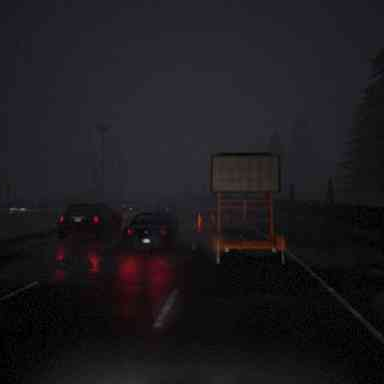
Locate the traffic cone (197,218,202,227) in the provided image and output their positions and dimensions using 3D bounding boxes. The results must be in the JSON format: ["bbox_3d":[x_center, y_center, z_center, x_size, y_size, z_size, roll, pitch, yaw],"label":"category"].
[{"bbox_3d":[0.466,1.902,18.709,0.340,0.580,0.340,0,0,1],"label":"traffic cone"}]

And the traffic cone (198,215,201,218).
[{"bbox_3d":[0.497,1.897,20.709,0.340,0.580,0.340,0,0,1],"label":"traffic cone"}]

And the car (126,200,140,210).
[{"bbox_3d":[-6.749,1.498,36.717,1.895,1.301,4.718,0,0,-10],"label":"car"}]

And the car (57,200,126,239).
[{"bbox_3d":[-5.137,1.304,17.274,2.097,1.767,4.553,0,0,1],"label":"car"}]

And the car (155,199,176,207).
[{"bbox_3d":[-2.625,1.385,32.882,1.882,1.535,5.008,0,0,-7],"label":"car"}]

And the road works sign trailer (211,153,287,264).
[{"bbox_3d":[1.845,0.431,11.683,2.380,3.560,2.880,0,0,1],"label":"road works sign trailer"}]

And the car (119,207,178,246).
[{"bbox_3d":[-1.658,1.559,14.931,1.895,1.301,4.718,0,0,2],"label":"car"}]

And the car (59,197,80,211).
[{"bbox_3d":[-14.945,1.392,40.698,1.837,1.490,4.892,0,0,-14],"label":"car"}]
